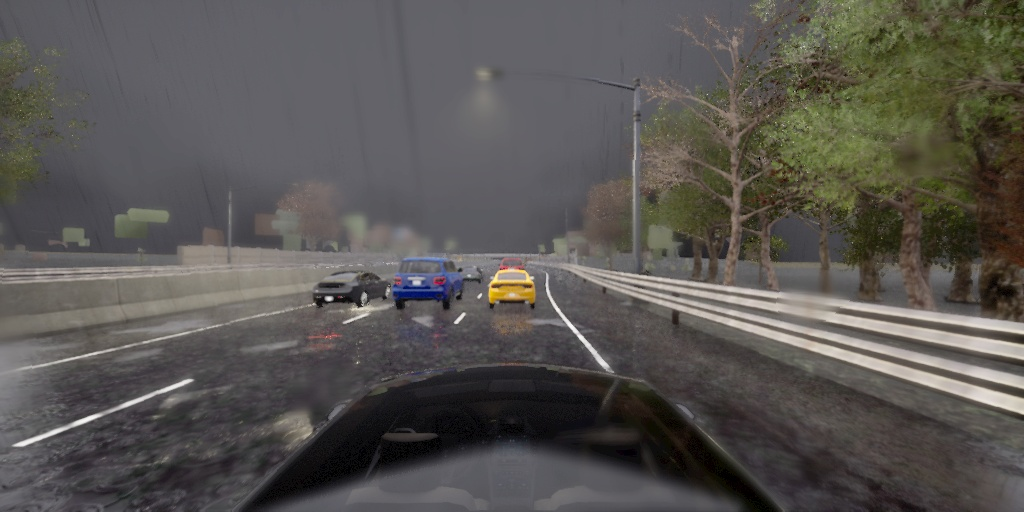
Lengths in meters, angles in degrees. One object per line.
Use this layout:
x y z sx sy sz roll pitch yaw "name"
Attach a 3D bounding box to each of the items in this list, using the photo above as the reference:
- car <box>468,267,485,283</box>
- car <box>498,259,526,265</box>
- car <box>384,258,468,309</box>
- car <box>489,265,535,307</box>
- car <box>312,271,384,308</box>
-3.487 1.605 31.156 1.994 1.385 4.181 0 -1 0 "car"
0.008 1.254 30.855 2.150 2.045 5.566 0 0 0 "car"
-3.496 1.103 15.862 2.150 2.045 5.566 0 0 0 "car"
0.010 1.368 16.316 1.882 1.535 5.008 0 0 0 "car"
-6.993 1.397 16.149 1.837 1.490 4.892 0 0 0 "car"
